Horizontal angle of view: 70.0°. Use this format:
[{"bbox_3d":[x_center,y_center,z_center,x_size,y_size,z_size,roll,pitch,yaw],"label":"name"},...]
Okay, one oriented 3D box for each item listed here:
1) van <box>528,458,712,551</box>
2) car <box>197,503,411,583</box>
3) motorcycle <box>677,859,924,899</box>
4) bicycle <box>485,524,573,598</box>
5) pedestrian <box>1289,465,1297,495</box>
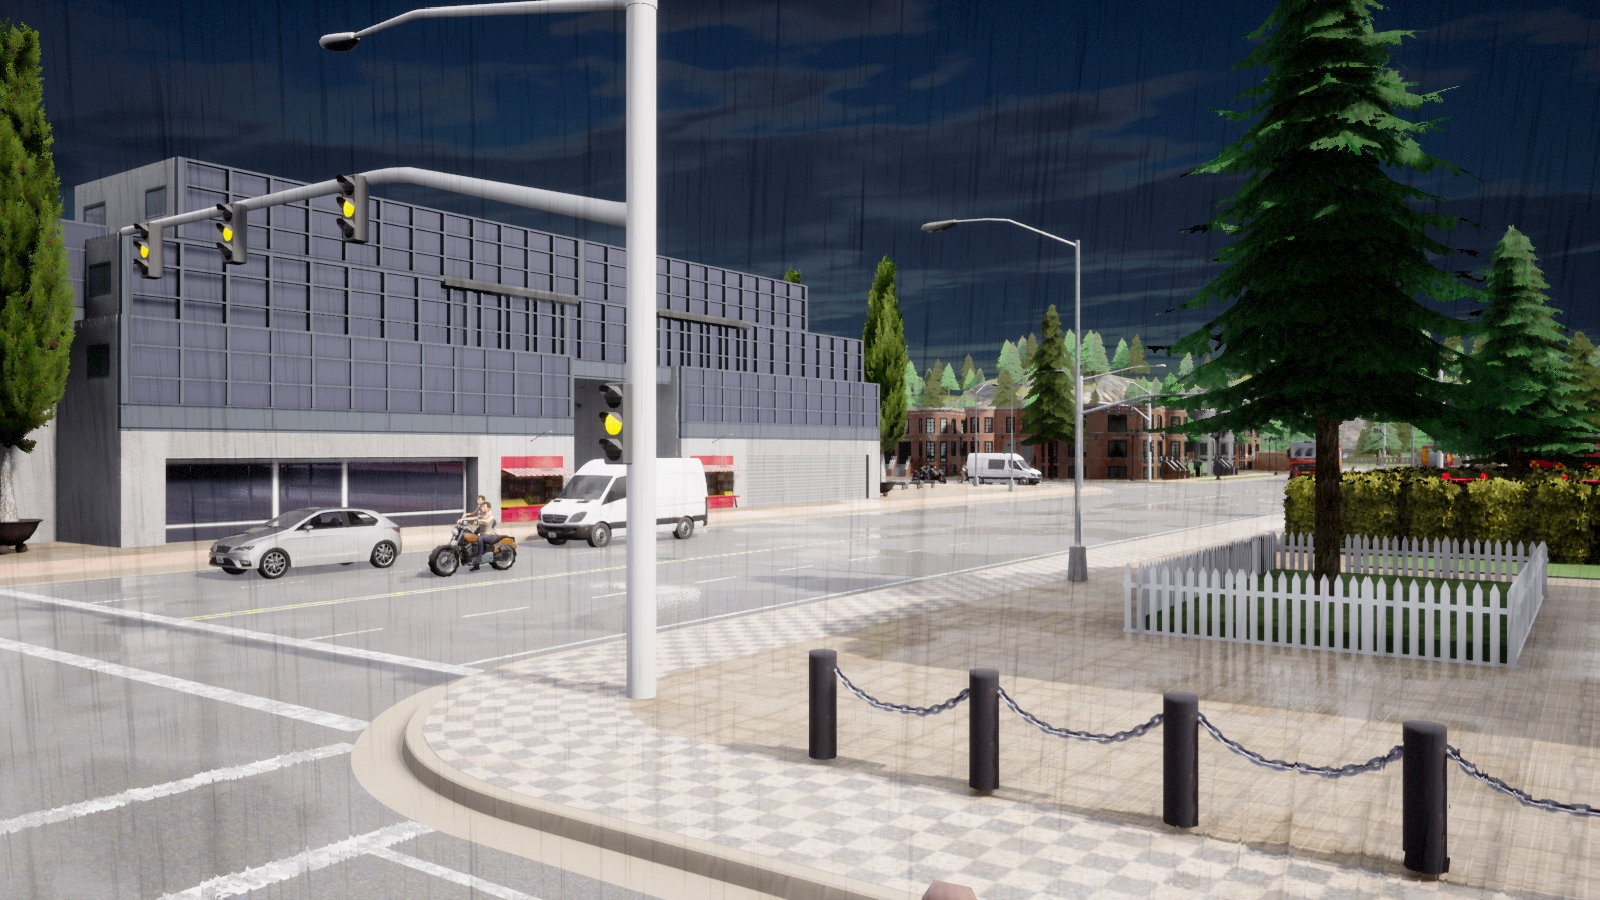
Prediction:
[{"bbox_3d":[-5.345,1.535,34.830,1.988,2.561,5.915,0,0,35],"label":"van"},{"bbox_3d":[-11.323,2.066,26.349,1.816,1.474,4.193,0,0,35],"label":"car"},{"bbox_3d":[0.509,2.205,3.428,2.209,1.251,0.867,0,0,35],"label":"motorcycle"},{"bbox_3d":[-5.312,2.158,22.468,0.859,1.276,1.487,0,0,35],"label":"bicycle"},{"bbox_3d":[30.226,1.848,70.046,0.375,1.860,0.375,0,0,31],"label":"pedestrian"}]
